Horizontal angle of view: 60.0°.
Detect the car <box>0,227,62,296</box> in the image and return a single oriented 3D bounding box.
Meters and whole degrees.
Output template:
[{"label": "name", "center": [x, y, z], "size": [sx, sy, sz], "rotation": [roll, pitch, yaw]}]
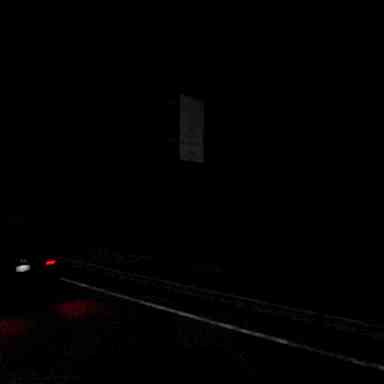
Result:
[{"label": "car", "center": [-5.349, 1.615, 8.358], "size": [5.357, 1.411, 2.033], "rotation": [-1, 0, 40]}]
